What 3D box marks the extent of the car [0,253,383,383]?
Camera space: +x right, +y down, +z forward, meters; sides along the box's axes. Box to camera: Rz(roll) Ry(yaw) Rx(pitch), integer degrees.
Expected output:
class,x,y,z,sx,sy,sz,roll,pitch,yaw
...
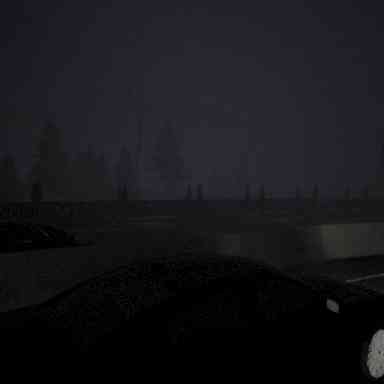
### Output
class,x,y,z,sx,sy,sz,roll,pitch,yaw
car,0.355,1.468,3.763,5.008,1.535,1.882,0,0,-34

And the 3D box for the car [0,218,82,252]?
class,x,y,z,sx,sy,sz,roll,pitch,yaw
car,-5.396,1.473,8.546,4.892,1.490,1.837,0,0,-34
